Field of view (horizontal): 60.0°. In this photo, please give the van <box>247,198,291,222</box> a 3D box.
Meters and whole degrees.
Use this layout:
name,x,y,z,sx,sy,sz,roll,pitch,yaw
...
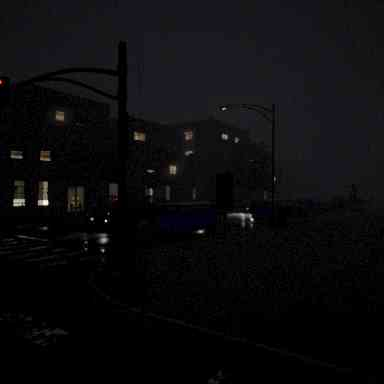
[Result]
name,x,y,z,sx,sy,sz,roll,pitch,yaw
van,6.232,1.436,26.704,1.690,1.788,3.998,0,0,35

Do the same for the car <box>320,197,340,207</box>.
name,x,y,z,sx,sy,sz,roll,pitch,yaw
car,22.747,1.657,54.689,1.882,1.535,5.008,1,0,35

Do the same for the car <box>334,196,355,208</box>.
name,x,y,z,sx,sy,sz,roll,pitch,yaw
car,22.114,1.497,49.288,2.192,1.841,5.009,0,0,35

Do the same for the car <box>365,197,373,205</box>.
name,x,y,z,sx,sy,sz,roll,pitch,yaw
car,34.818,1.809,67.354,1.887,1.381,4.507,0,0,35

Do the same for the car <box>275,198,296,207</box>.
name,x,y,z,sx,sy,sz,roll,pitch,yaw
car,15.268,1.665,54.122,1.887,1.381,4.507,0,0,35

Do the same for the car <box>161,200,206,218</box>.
name,x,y,z,sx,sy,sz,roll,pitch,yaw
car,-0.711,1.558,31.400,1.752,1.417,4.829,0,0,35

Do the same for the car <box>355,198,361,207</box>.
name,x,y,z,sx,sy,sz,roll,pitch,yaw
car,25.290,1.516,53.805,2.192,1.841,5.009,0,0,35

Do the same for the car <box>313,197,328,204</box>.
name,x,y,z,sx,sy,sz,roll,pitch,yaw
car,27.875,1.728,72.050,1.752,1.417,4.829,0,0,35

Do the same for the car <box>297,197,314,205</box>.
name,x,y,z,sx,sy,sz,roll,pitch,yaw
car,21.621,1.705,63.155,1.887,1.381,4.507,0,0,35

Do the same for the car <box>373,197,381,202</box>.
name,x,y,z,sx,sy,sz,roll,pitch,yaw
car,44.347,1.899,80.904,1.947,1.339,4.313,0,0,35

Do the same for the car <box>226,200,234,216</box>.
name,x,y,z,sx,sy,sz,roll,pitch,yaw
car,1.530,1.530,30.077,1.882,1.535,5.008,1,0,35

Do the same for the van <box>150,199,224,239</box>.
name,x,y,z,sx,sy,sz,roll,pitch,yaw
van,-0.121,1.406,17.670,1.690,1.788,3.998,0,0,35

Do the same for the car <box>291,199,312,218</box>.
name,x,y,z,sx,sy,sz,roll,pitch,yaw
car,9.407,1.655,31.220,1.887,1.381,4.507,0,0,35

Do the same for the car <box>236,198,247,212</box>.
name,x,y,z,sx,sy,sz,roll,pitch,yaw
car,7.488,1.575,38.533,2.128,1.511,4.902,1,0,35

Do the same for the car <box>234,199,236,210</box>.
name,x,y,z,sx,sy,sz,roll,pitch,yaw
car,5.740,1.506,40.573,1.967,1.590,4.097,0,0,35

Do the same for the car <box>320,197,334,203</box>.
name,x,y,z,sx,sy,sz,roll,pitch,yaw
car,31.149,1.792,76.706,1.947,1.339,4.313,0,0,35

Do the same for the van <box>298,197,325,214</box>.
name,x,y,z,sx,sy,sz,roll,pitch,yaw
van,12.584,1.469,35.737,1.690,1.788,3.998,0,0,35

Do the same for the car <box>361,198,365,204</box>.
name,x,y,z,sx,sy,sz,roll,pitch,yaw
car,28.563,1.748,58.460,1.752,1.417,4.829,0,0,35

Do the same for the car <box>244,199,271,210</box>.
name,x,y,z,sx,sy,sz,roll,pitch,yaw
car,8.915,1.628,45.090,1.887,1.381,4.507,0,0,35

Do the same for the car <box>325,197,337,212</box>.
name,x,y,z,sx,sy,sz,roll,pitch,yaw
car,15.858,1.671,40.393,1.752,1.417,4.829,0,0,35

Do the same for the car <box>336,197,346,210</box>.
name,x,y,z,sx,sy,sz,roll,pitch,yaw
car,18.936,1.729,44.770,1.947,1.339,4.313,0,0,35

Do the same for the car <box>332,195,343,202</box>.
name,x,y,z,sx,sy,sz,roll,pitch,yaw
car,37.502,1.712,85.739,1.967,1.590,4.097,0,0,35

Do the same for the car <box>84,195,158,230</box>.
name,x,y,z,sx,sy,sz,roll,pitch,yaw
car,-4.281,1.247,21.814,2.150,2.045,5.566,1,0,35
